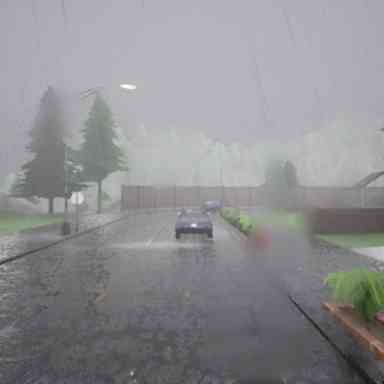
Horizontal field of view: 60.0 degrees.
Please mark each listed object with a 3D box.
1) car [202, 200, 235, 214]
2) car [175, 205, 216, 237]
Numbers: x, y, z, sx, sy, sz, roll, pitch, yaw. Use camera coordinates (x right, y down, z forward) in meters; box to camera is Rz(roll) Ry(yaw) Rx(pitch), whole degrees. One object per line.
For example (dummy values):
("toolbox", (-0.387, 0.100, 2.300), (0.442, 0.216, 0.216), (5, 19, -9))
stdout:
("car", (3.001, 1.675, 37.897), (4.674, 1.442, 1.812), (0, -2, -43))
("car", (0.098, 1.637, 18.683), (1.994, 1.385, 4.181), (0, 0, 0))
